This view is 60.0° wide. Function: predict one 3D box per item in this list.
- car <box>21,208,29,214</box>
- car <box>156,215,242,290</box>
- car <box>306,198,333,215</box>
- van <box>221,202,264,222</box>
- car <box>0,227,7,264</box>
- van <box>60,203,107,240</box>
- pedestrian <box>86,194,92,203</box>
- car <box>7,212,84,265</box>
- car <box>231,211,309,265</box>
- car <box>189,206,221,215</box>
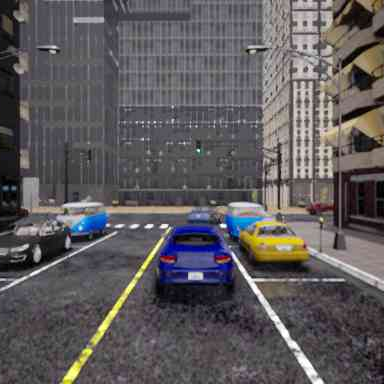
[{"bbox_3d":[-17.560,1.737,31.142,4.181,1.385,1.994,0,0,0],"label":"car"},{"bbox_3d":[0.091,1.594,9.190,1.812,1.442,4.674,0,0,0],"label":"car"},{"bbox_3d":[15.264,1.615,36.717,5.009,1.841,2.192,0,0,0],"label":"car"},{"bbox_3d":[2.689,1.469,17.396,1.690,1.788,3.998,-1,0,0],"label":"van"},{"bbox_3d":[-5.696,1.612,6.226,1.947,1.339,4.313,-1,0,0],"label":"car"},{"bbox_3d":[-5.691,1.470,17.431,1.690,1.788,3.998,-1,0,0],"label":"van"},{"bbox_3d":[-12.365,1.186,39.841,0.375,1.860,0.375,0,0,0],"label":"pedestrian"},{"bbox_3d":[-5.692,1.638,11.828,2.008,1.369,4.403,-1,0,0],"label":"car"},{"bbox_3d":[2.688,1.614,11.963,1.752,1.417,4.829,-1,0,0],"label":"car"},{"bbox_3d":[1.105,1.771,25.379,2.033,1.411,5.357,0,-1,15],"label":"car"}]
